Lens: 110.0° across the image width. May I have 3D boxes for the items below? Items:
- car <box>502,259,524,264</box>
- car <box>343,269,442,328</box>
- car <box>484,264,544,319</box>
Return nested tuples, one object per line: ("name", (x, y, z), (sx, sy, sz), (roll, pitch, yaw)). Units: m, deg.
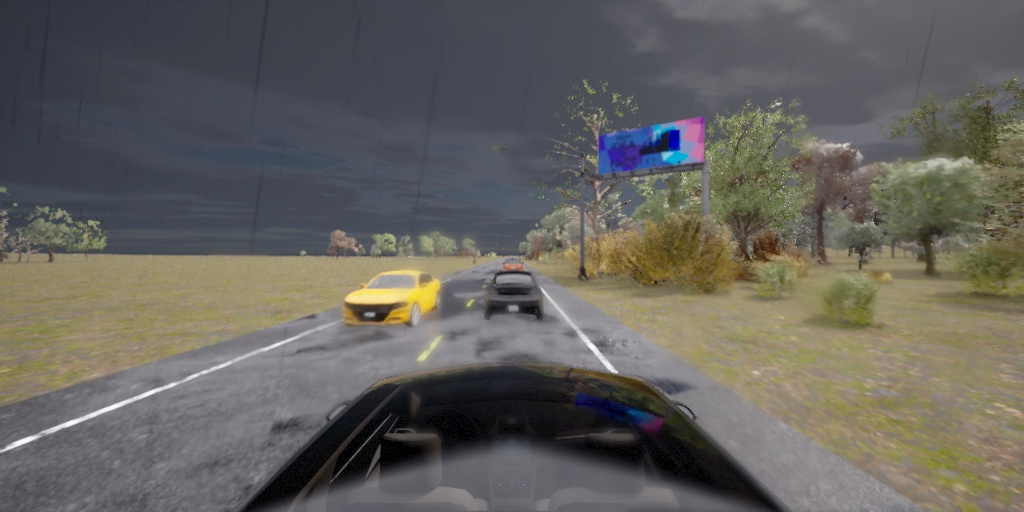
("car", (0.101, 1.041, 34.925), (2.097, 1.767, 4.553), (0, 0, 0))
("car", (-3.579, 1.210, 11.548), (1.882, 1.535, 5.008), (0, 0, 0))
("car", (0.072, 1.237, 12.680), (1.837, 1.490, 4.892), (0, 1, 0))
